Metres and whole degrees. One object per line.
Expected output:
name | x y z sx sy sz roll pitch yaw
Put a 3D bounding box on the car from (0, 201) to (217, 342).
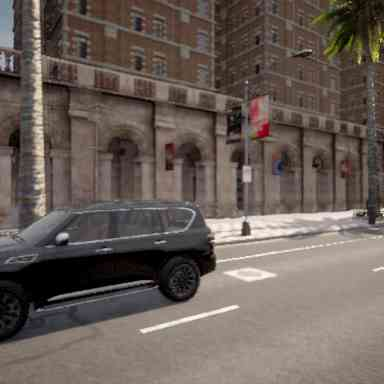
car | -2.042 1.220 6.750 5.566 2.045 2.150 0 0 -35
